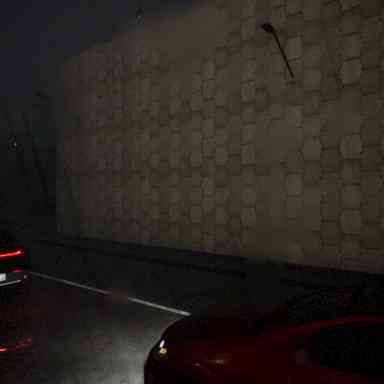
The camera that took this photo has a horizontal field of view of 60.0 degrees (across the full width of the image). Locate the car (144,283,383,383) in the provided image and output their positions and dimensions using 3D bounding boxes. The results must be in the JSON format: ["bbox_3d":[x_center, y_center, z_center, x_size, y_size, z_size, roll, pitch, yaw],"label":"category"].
[{"bbox_3d":[1.572,1.564,2.873,4.181,1.385,1.994,0,0,35],"label":"car"}]

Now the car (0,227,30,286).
[{"bbox_3d":[-5.882,1.505,8.193,4.892,1.490,1.837,0,0,36],"label":"car"}]

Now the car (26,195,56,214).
[{"bbox_3d":[-12.943,1.061,31.061,2.128,1.511,4.902,0,5,35],"label":"car"}]
